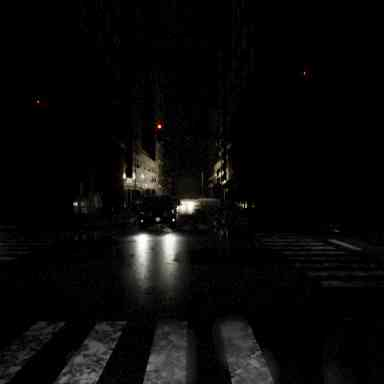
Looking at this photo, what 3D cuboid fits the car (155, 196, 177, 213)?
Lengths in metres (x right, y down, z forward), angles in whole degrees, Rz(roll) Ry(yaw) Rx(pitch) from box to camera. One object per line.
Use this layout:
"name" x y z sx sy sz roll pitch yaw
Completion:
"car" -2.871 1.337 37.773 2.097 1.767 4.553 0 0 0

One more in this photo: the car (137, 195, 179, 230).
"car" -2.319 1.217 21.731 2.150 2.045 5.566 0 0 -8

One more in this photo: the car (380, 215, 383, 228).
"car" 12.339 1.282 16.815 5.009 1.841 2.192 0 0 0
